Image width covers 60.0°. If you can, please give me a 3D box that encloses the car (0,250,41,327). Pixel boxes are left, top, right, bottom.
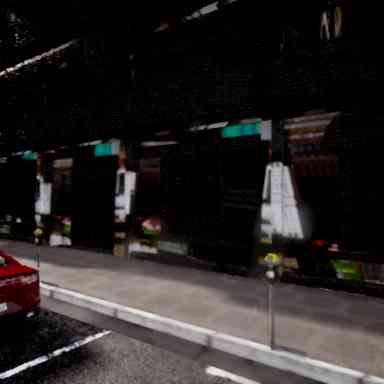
[{"bbox_3d":[-4.637,1.582,6.176,4.507,1.381,1.887,0,0,35],"label":"car"}]
